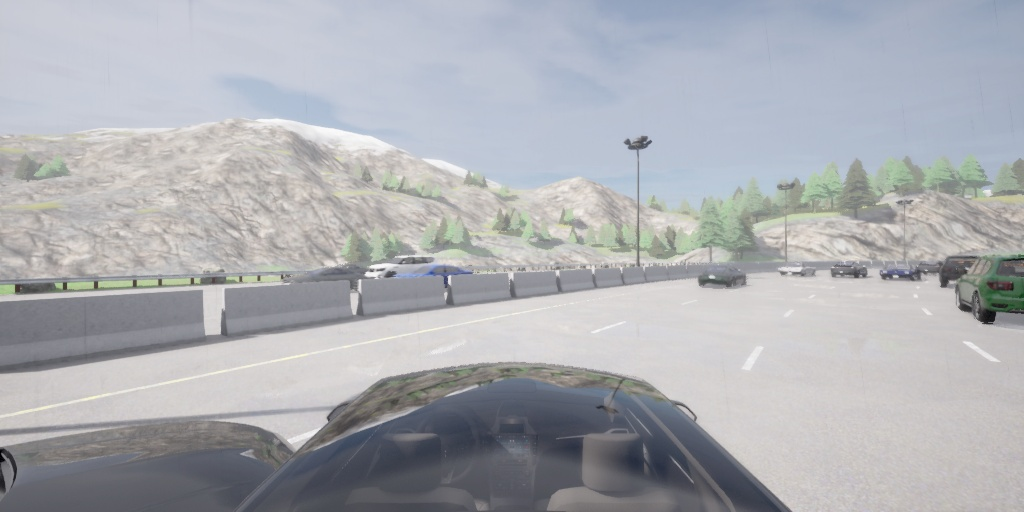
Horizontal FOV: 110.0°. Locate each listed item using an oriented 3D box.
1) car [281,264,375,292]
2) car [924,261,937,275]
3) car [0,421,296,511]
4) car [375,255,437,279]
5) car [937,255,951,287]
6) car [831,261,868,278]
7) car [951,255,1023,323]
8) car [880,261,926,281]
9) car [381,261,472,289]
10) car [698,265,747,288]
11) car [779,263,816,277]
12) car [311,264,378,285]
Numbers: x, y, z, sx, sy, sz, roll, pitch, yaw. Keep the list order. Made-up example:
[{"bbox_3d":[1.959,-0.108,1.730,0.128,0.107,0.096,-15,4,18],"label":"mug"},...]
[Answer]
[{"bbox_3d":[-10.016,1.314,19.384,1.994,1.385,4.181,0,0,41],"label":"car"},{"bbox_3d":[43.311,1.241,36.877,4.902,1.511,2.128,0,0,-31],"label":"car"},{"bbox_3d":[-2.983,1.255,0.544,4.892,1.490,1.837,0,0,-45],"label":"car"},{"bbox_3d":[-7.971,0.971,26.981,2.150,2.045,5.566,0,0,43],"label":"car"},{"bbox_3d":[29.912,0.974,23.583,5.566,2.045,2.150,0,0,-38],"label":"car"},{"bbox_3d":[31.373,1.241,33.354,4.902,1.511,2.128,0,0,-35],"label":"car"},{"bbox_3d":[15.846,0.973,11.135,5.566,2.045,2.150,0,0,-45],"label":"car"},{"bbox_3d":[32.304,1.351,29.743,4.718,1.301,1.895,0,0,-35],"label":"car"},{"bbox_3d":[-4.479,1.227,20.408,1.882,1.535,5.008,0,0,43],"label":"car"},{"bbox_3d":[14.126,1.313,23.993,4.181,1.385,1.994,0,0,-43],"label":"car"},{"bbox_3d":[28.367,1.350,35.531,4.718,1.301,1.895,0,0,-36],"label":"car"},{"bbox_3d":[-12.562,1.314,27.096,1.994,1.385,4.181,0,0,42],"label":"car"}]
